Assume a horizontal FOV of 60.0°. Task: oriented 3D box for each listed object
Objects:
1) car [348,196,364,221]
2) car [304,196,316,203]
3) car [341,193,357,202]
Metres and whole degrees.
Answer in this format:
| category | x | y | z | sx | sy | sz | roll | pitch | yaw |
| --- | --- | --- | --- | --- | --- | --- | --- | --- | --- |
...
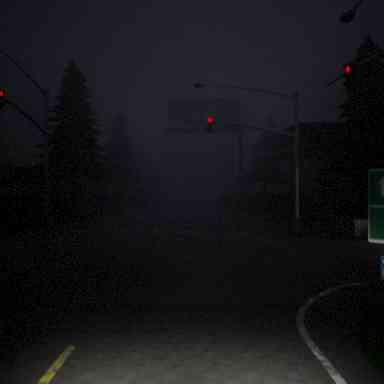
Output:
| category | x | y | z | sx | sy | sz | roll | pitch | yaw |
| --- | --- | --- | --- | --- | --- | --- | --- | --- | --- |
| car | 14.372 | 1.474 | 25.197 | 3.866 | 1.878 | 1.905 | 0 | 0 | 0 |
| car | 22.512 | 1.474 | 64.262 | 1.970 | 1.475 | 3.806 | 0 | 0 | 0 |
| car | 34.916 | 1.402 | 72.052 | 2.007 | 1.523 | 4.514 | 0 | 0 | 0 |
